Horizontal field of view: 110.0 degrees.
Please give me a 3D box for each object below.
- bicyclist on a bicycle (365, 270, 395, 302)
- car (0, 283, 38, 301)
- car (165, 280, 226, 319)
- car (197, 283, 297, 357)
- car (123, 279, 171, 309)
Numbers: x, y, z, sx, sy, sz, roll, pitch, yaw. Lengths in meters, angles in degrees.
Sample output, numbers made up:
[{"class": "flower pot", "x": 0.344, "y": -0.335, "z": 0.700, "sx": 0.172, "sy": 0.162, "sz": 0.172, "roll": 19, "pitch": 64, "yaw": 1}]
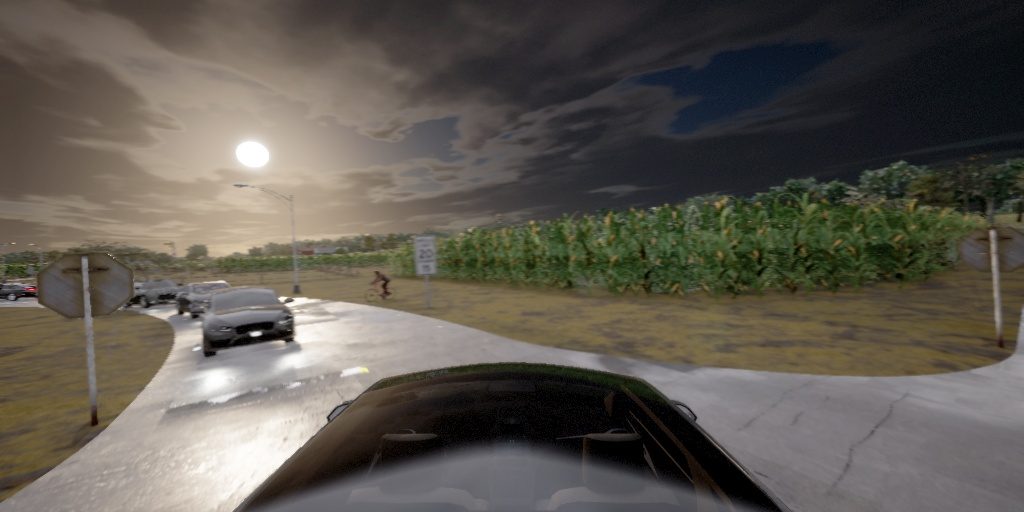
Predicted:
[{"class": "bicyclist on a bicycle", "x": -6.779, "y": 1.522, "z": 18.456, "sx": 0.582, "sy": 1.620, "sz": 1.656, "roll": -2, "pitch": -1, "yaw": 44}, {"class": "car", "x": -44.742, "y": 3.228, "z": 32.094, "sx": 4.892, "sy": 1.490, "sz": 1.837, "roll": -2, "pitch": 0, "yaw": 4}, {"class": "car", "x": -14.126, "y": 1.946, "z": 16.721, "sx": 4.902, "sy": 1.511, "sz": 2.128, "roll": -3, "pitch": 0, "yaw": 39}, {"class": "car", "x": -7.522, "y": 1.629, "z": 10.097, "sx": 1.837, "sy": 1.490, "sz": 4.892, "roll": -4, "pitch": 1, "yaw": -41}, {"class": "car", "x": -22.002, "y": 2.200, "z": 22.216, "sx": 4.553, "sy": 1.767, "sz": 2.097, "roll": -3, "pitch": 0, "yaw": 29}]
